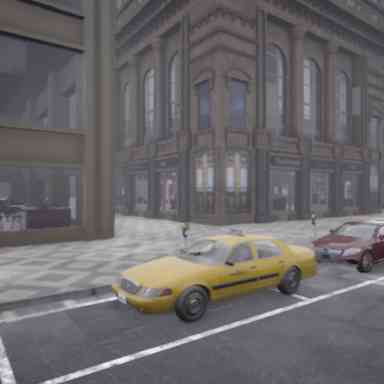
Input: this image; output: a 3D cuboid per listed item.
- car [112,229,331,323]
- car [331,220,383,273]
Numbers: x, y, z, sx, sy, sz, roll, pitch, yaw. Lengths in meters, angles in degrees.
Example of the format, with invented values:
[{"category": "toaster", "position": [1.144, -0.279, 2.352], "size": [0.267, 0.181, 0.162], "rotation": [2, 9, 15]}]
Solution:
[{"category": "car", "position": [0.749, 1.521, 7.182], "size": [4.829, 1.417, 1.752], "rotation": [0, 0, -36]}, {"category": "car", "position": [5.461, 1.572, 10.545], "size": [4.206, 1.307, 1.802], "rotation": [0, 0, -36]}]
